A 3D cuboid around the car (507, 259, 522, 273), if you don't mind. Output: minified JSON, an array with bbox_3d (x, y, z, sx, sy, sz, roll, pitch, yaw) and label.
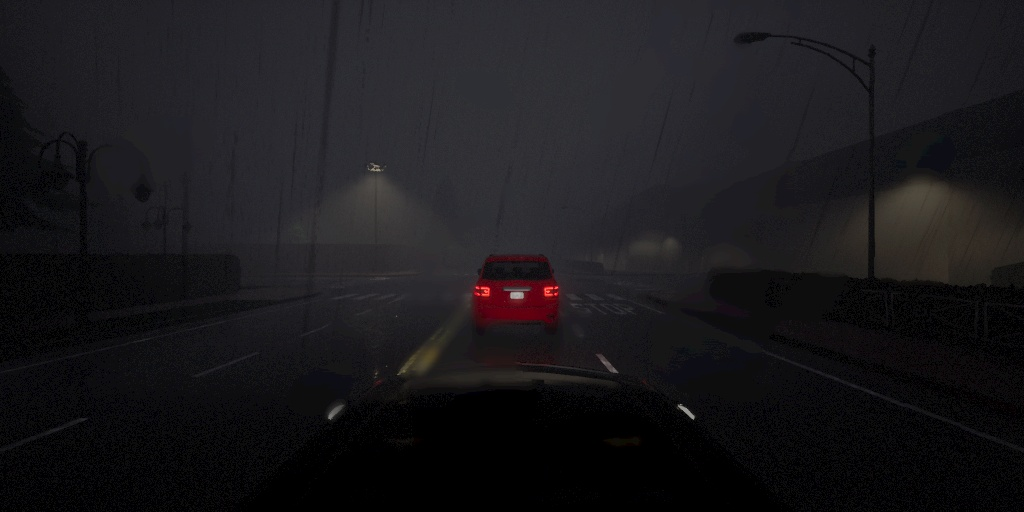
[{"bbox_3d":[0.333,1.228,45.522,1.882,1.535,5.008,0,0,1],"label":"car"}]

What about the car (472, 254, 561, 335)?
[{"bbox_3d":[0.116,0.971,10.664,2.150,2.045,5.566,0,0,0],"label":"car"}]
